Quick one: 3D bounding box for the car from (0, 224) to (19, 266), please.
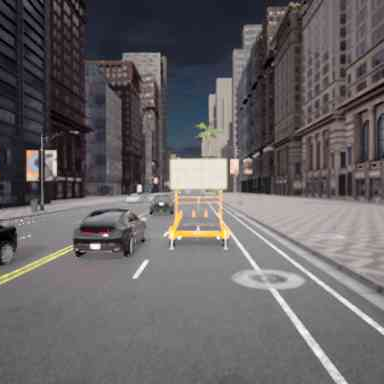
[{"bbox_3d":[-6.421,1.411,8.401,1.882,1.535,5.008,0,1,1],"label":"car"}]

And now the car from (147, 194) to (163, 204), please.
[{"bbox_3d":[-5.630,1.041,50.874,1.812,1.442,4.674,0,1,1],"label":"car"}]

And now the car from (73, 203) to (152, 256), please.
[{"bbox_3d":[-2.895,1.385,12.531,1.837,1.490,4.892,0,1,1],"label":"car"}]

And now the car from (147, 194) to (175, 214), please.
[{"bbox_3d":[-2.570,1.052,30.541,2.097,1.767,4.553,0,1,1],"label":"car"}]

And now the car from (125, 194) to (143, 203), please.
[{"bbox_3d":[-8.879,1.051,50.934,1.812,1.442,4.674,0,1,1],"label":"car"}]

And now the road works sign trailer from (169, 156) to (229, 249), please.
[{"bbox_3d":[0.273,0.323,13.736,2.380,3.560,2.880,0,1,1],"label":"road works sign trailer"}]
